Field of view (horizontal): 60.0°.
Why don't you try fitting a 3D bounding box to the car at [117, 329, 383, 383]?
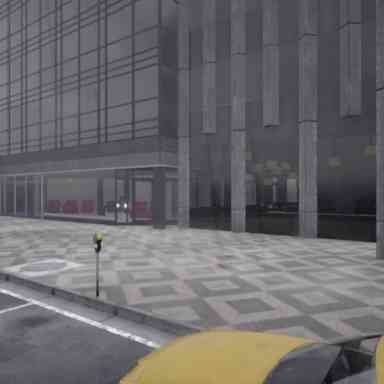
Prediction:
[{"bbox_3d":[1.513,1.525,2.002,4.829,1.417,1.752,0,0,36],"label":"car"}]
